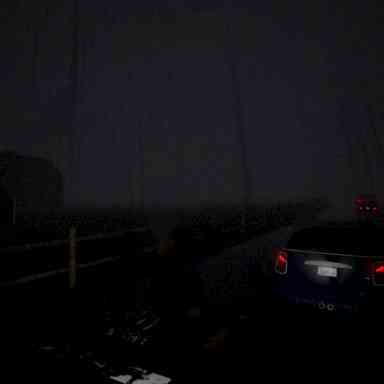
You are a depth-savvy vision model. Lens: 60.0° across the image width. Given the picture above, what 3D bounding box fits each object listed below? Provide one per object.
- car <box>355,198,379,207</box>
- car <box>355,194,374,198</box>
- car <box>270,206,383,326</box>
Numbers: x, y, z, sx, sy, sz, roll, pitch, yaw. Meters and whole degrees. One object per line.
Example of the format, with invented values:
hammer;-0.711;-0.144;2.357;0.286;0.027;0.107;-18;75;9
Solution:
car;17.790;1.589;33.676;2.033;1.411;5.357;0;0;28
car;22.408;1.286;43.006;2.150;2.045;5.566;0;0;26
car;3.336;1.358;7.425;2.097;1.767;4.553;0;0;30
